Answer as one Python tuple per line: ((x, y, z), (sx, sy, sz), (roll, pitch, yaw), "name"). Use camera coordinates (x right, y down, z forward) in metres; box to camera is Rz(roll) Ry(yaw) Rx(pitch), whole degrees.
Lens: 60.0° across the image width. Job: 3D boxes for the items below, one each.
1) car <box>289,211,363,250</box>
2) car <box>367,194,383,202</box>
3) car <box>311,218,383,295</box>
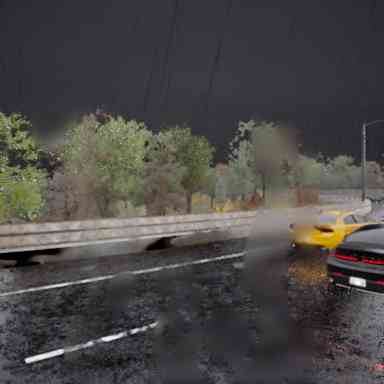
((5.857, 1.488, 13.329), (5.008, 1.535, 1.882), (0, 0, -42), "car")
((38.054, 1.500, 69.948), (1.895, 1.301, 4.718), (0, 0, 10), "car")
((5.113, 1.510, 8.049), (4.892, 1.490, 1.837), (0, 0, -39), "car")
